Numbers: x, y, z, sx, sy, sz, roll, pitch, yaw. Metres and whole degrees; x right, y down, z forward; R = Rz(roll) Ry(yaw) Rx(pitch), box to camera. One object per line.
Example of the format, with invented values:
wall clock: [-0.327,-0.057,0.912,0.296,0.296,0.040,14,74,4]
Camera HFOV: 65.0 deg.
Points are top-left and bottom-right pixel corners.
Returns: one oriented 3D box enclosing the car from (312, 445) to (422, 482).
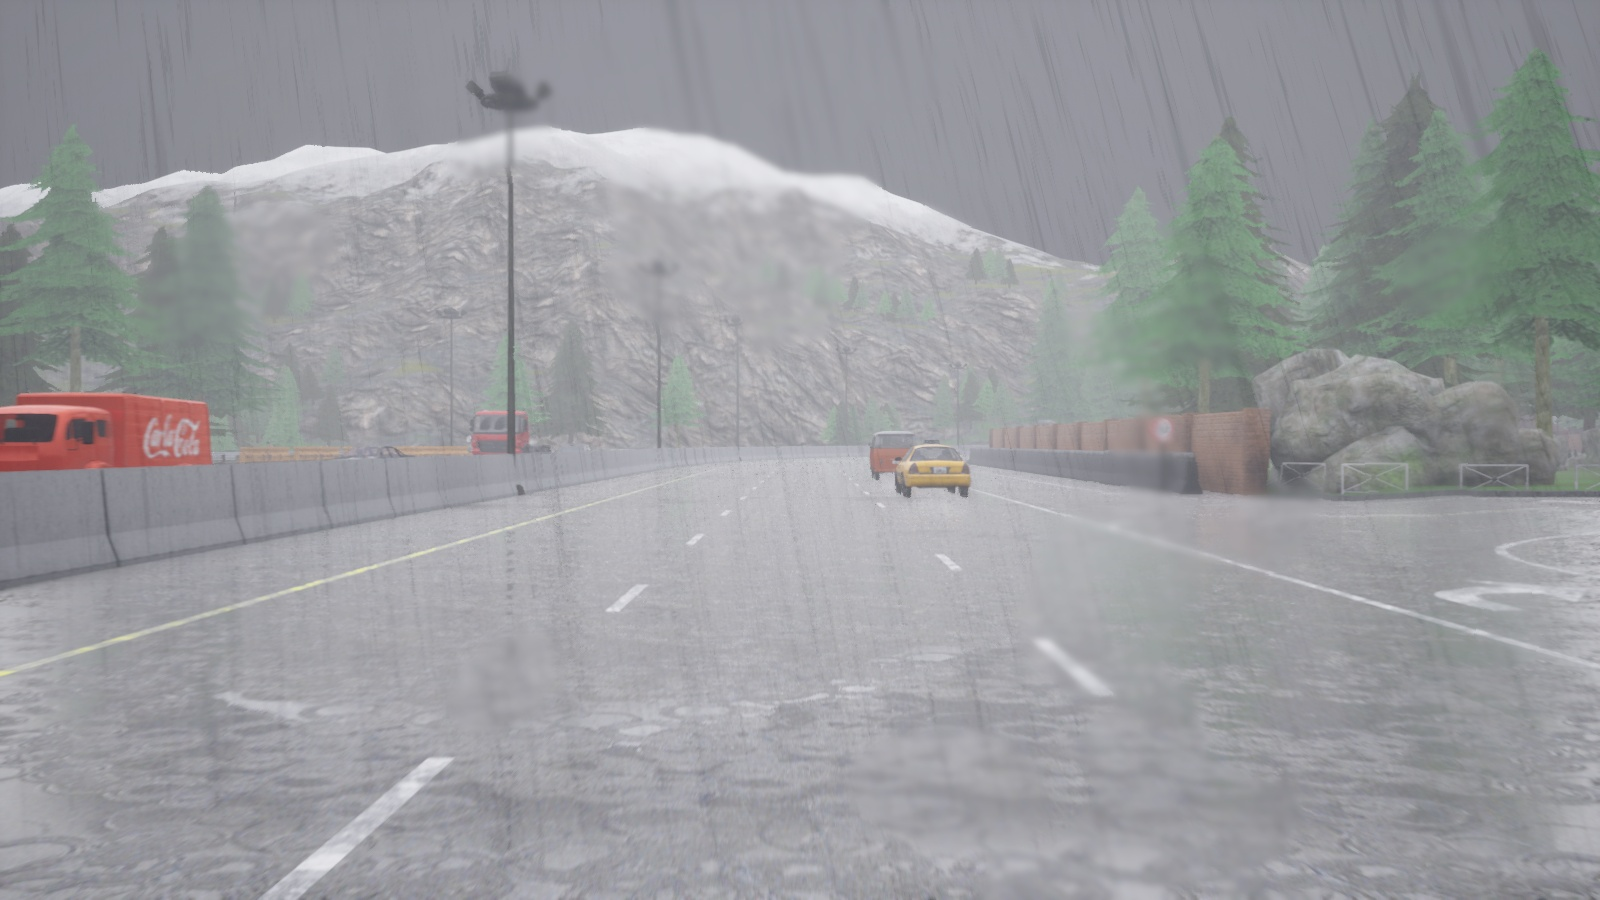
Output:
car: [-17.118,0.498,49.981,2.033,1.411,5.357,0,0,6]

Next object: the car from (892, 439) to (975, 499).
car: [3.715,0.486,35.743,1.801,1.575,5.366,0,0,0]

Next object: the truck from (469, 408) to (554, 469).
truck: [-17.089,-0.672,74.946,2.891,3.462,7.936,0,0,3]

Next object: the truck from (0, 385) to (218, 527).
truck: [-13.846,0.119,24.407,2.627,2.467,5.204,0,0,0]

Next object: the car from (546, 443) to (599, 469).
car: [-13.522,0.313,74.872,2.163,1.488,4.792,0,0,2]

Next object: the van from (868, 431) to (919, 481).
van: [3.810,0.211,51.809,1.775,1.987,4.442,0,0,0]
